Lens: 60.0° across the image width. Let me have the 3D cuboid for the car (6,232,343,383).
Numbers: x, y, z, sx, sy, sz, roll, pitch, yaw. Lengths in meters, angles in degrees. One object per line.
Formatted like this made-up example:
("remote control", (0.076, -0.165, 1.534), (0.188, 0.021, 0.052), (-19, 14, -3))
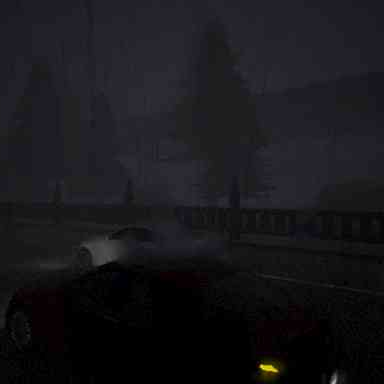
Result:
("car", (-0.574, 1.528, 4.398), (4.674, 1.442, 1.812), (0, 0, 35))

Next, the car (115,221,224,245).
("car", (-1.227, 1.532, 9.131), (4.674, 1.442, 1.812), (0, 0, 35))
